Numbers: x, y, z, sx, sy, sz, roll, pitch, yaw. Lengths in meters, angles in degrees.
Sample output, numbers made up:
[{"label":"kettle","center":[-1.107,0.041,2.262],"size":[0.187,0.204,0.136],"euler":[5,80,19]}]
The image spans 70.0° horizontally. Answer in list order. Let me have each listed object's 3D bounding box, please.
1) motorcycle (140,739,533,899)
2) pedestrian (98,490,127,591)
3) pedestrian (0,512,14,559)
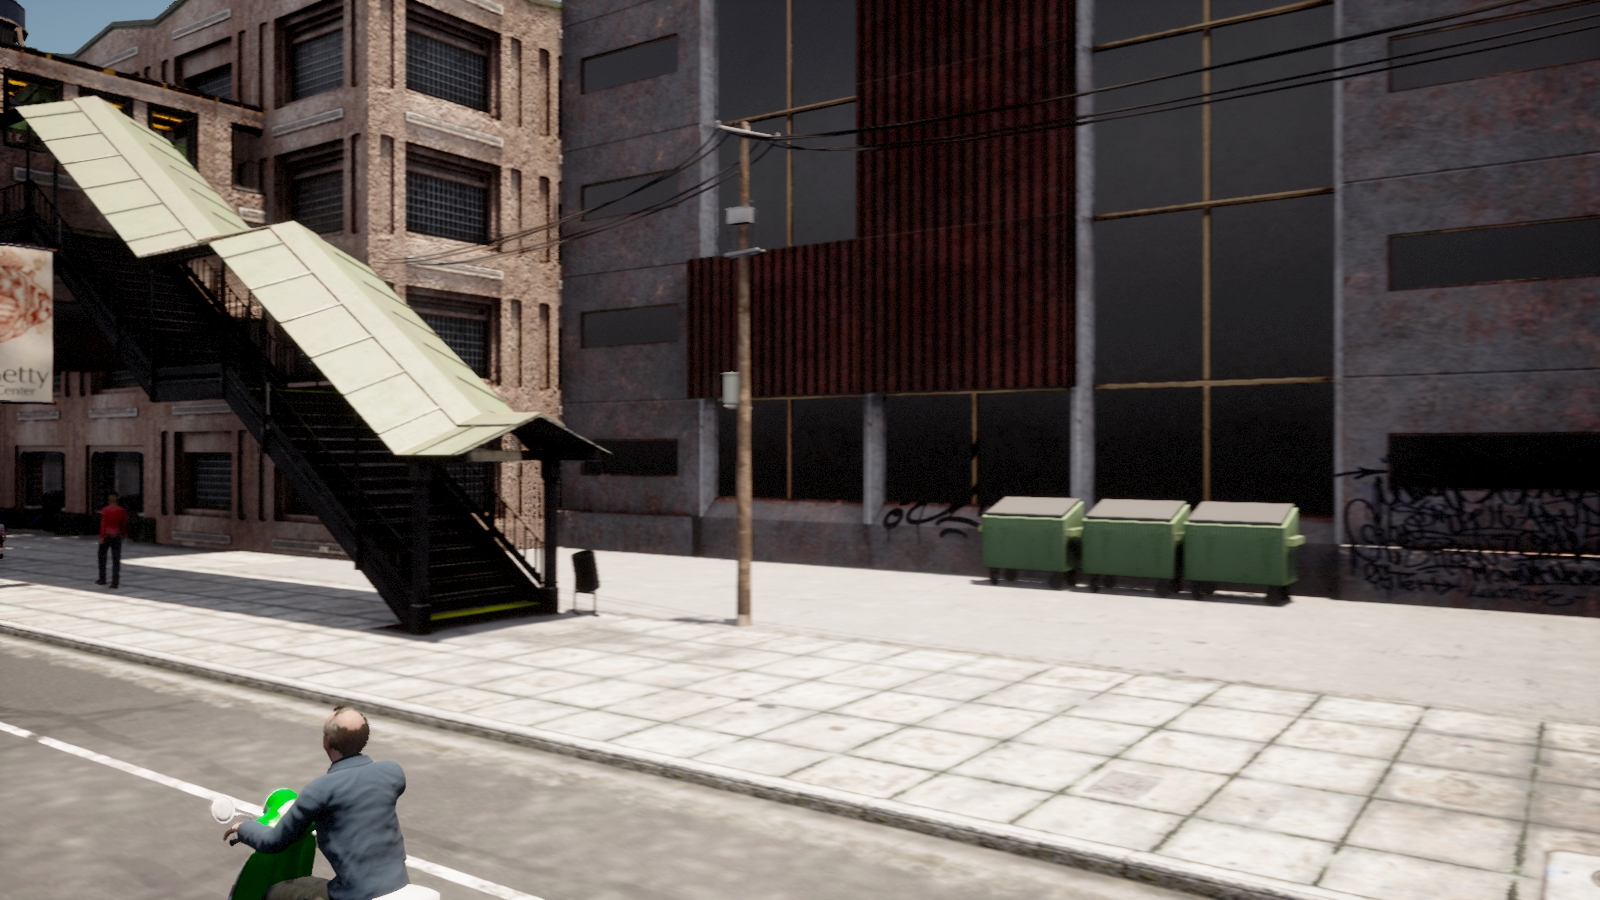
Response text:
[{"label":"motorcycle","center":[-2.187,2.182,5.320],"size":[1.805,1.236,0.856],"euler":[0,0,35]},{"label":"pedestrian","center":[-12.983,1.696,21.577],"size":[0.375,1.860,0.375],"euler":[0,0,40]},{"label":"pedestrian","center":[-19.438,2.076,27.717],"size":[0.500,1.100,0.500],"euler":[0,0,43]}]
